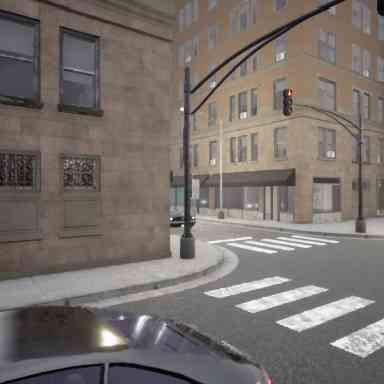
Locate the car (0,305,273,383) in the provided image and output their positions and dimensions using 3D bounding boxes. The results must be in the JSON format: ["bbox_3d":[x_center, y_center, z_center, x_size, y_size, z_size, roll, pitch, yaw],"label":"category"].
[{"bbox_3d":[-1.362,1.564,1.976,4.181,1.385,1.994,0,0,-35],"label":"car"}]

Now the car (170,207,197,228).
[{"bbox_3d":[-1.760,1.502,19.830,1.895,1.301,4.718,0,0,-36],"label":"car"}]
